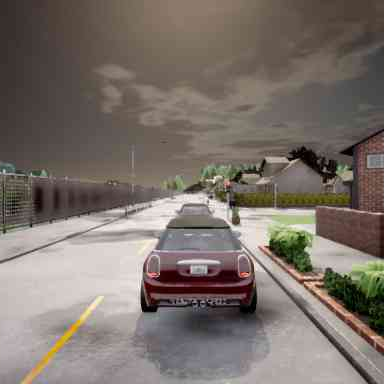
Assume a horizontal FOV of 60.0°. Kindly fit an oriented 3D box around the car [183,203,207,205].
[{"bbox_3d":[0.152,1.352,17.538,2.097,1.767,4.553,0,0,0],"label":"car"}]

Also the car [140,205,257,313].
[{"bbox_3d":[0.120,1.352,7.840,2.097,1.767,4.553,0,0,0],"label":"car"}]
